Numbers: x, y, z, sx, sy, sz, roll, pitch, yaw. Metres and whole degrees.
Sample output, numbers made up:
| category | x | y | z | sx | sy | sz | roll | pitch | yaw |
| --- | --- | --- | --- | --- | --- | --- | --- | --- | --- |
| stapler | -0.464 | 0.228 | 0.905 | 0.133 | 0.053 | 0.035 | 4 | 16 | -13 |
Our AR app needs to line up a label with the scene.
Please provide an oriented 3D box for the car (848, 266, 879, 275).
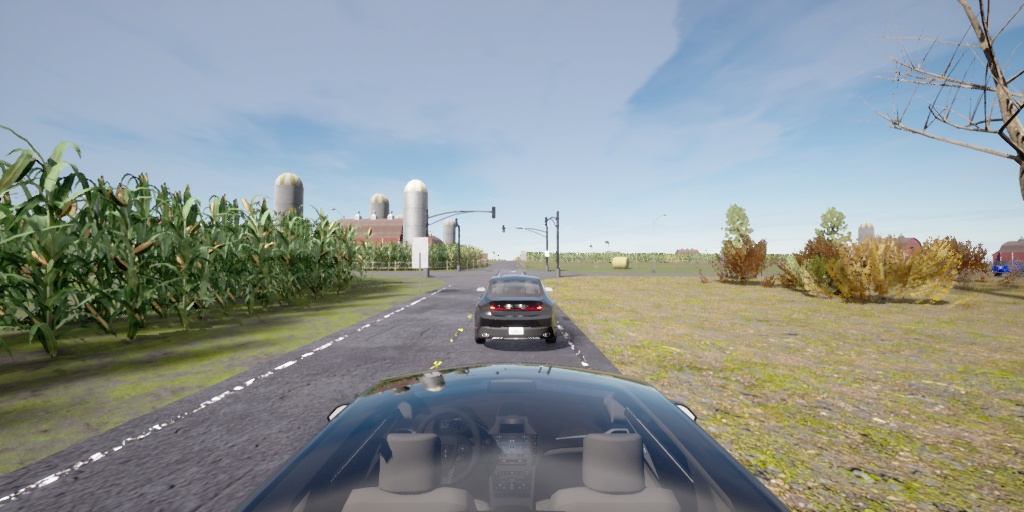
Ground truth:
| category | x | y | z | sx | sy | sz | roll | pitch | yaw |
| --- | --- | --- | --- | --- | --- | --- | --- | --- | --- |
| car | 40.398 | 1.681 | 41.755 | 4.181 | 1.385 | 1.994 | 1 | -1 | -5 |

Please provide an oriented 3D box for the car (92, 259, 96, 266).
| category | x | y | z | sx | sy | sz | roll | pitch | yaw |
| --- | --- | --- | --- | --- | --- | --- | --- | --- | --- |
| car | -40.751 | 0.958 | 36.456 | 5.357 | 1.411 | 2.033 | 0 | -1 | -3 |

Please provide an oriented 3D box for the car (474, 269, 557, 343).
| category | x | y | z | sx | sy | sz | roll | pitch | yaw |
| --- | --- | --- | --- | --- | --- | --- | --- | --- | --- |
| car | 0.079 | 1.258 | 9.633 | 1.837 | 1.490 | 4.892 | 0 | 0 | 0 |

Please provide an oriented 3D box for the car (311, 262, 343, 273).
| category | x | y | z | sx | sy | sz | roll | pitch | yaw |
| --- | --- | --- | --- | --- | --- | --- | --- | --- | --- |
| car | -19.786 | 0.927 | 37.618 | 4.553 | 1.767 | 2.097 | 0 | -1 | -3 |

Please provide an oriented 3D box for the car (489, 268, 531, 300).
| category | x | y | z | sx | sy | sz | roll | pitch | yaw |
| --- | --- | --- | --- | --- | --- | --- | --- | --- | --- |
| car | 0.030 | 1.359 | 18.795 | 1.895 | 1.301 | 4.718 | 0 | 0 | 4 |
